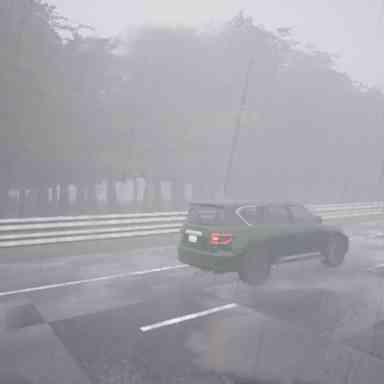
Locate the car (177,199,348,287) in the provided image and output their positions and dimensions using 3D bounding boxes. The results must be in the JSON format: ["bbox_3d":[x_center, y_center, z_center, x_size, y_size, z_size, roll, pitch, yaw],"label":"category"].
[{"bbox_3d":[2.206,1.219,9.618,5.566,2.045,2.150,0,0,-35],"label":"car"}]
